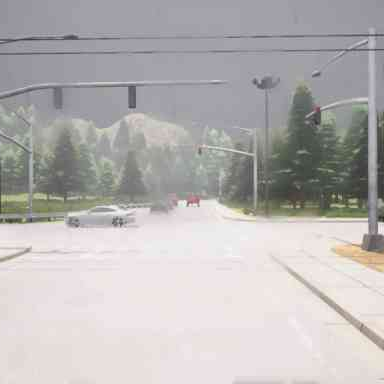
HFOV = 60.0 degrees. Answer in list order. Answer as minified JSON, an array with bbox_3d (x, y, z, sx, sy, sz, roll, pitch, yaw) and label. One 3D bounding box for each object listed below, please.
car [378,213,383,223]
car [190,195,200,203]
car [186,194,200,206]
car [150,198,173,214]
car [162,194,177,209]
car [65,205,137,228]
[{"bbox_3d":[15.196,1.554,22.024,5.357,1.411,2.033,0,0,1],"label":"car"},{"bbox_3d":[0.636,1.537,73.380,2.097,1.767,4.553,0,0,2],"label":"car"},{"bbox_3d":[0.230,1.365,57.220,2.150,2.045,5.566,0,0,1],"label":"car"},{"bbox_3d":[-3.573,1.716,37.566,1.895,1.301,4.718,0,0,0],"label":"car"},{"bbox_3d":[-3.554,1.485,44.688,2.097,1.767,4.553,0,0,0],"label":"car"},{"bbox_3d":[-6.091,1.633,22.426,4.674,1.442,1.812,0,0,1],"label":"car"}]
